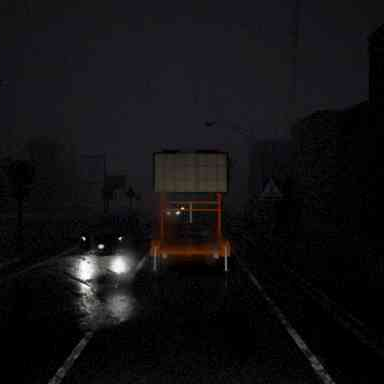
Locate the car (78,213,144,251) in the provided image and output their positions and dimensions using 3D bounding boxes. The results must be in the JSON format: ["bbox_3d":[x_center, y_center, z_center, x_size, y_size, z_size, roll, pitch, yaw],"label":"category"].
[{"bbox_3d":[-3.358,1.679,14.943,2.033,1.411,5.357,0,-1,0],"label":"car"}]

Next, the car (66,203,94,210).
[{"bbox_3d":[-21.870,2.823,65.036,4.674,1.452,2.002,0,-1,0],"label":"car"}]

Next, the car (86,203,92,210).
[{"bbox_3d":[-21.887,2.706,61.889,5.008,1.535,2.097,0,-1,0],"label":"car"}]

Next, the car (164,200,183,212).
[{"bbox_3d":[-3.264,2.404,58.774,2.150,2.045,5.566,0,-2,0],"label":"car"}]

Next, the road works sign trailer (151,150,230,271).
[{"bbox_3d":[-0.038,0.451,10.772,2.380,3.560,2.880,0,-1,0],"label":"road works sign trailer"}]

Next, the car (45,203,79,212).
[{"bbox_3d":[-21.895,2.585,55.341,4.674,1.452,2.002,0,-1,0],"label":"car"}]

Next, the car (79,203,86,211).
[{"bbox_3d":[-21.884,2.627,58.617,4.892,1.521,2.231,0,-1,0],"label":"car"}]
